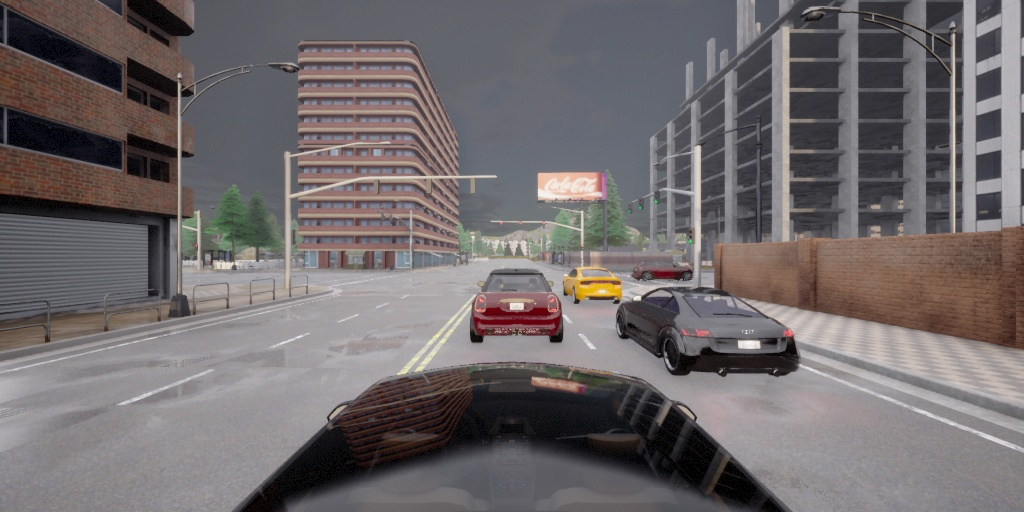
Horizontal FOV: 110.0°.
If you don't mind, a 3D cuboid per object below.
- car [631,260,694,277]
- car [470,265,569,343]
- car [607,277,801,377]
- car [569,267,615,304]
[{"bbox_3d":[11.824,1.102,27.986,4.553,1.767,2.097,0,0,0],"label":"car"},{"bbox_3d":[0.103,1.102,9.855,2.097,1.767,4.553,0,0,0],"label":"car"},{"bbox_3d":[3.600,1.314,7.450,1.994,1.385,4.181,0,0,0],"label":"car"},{"bbox_3d":[3.504,1.228,16.383,1.882,1.535,5.008,0,0,0],"label":"car"}]
